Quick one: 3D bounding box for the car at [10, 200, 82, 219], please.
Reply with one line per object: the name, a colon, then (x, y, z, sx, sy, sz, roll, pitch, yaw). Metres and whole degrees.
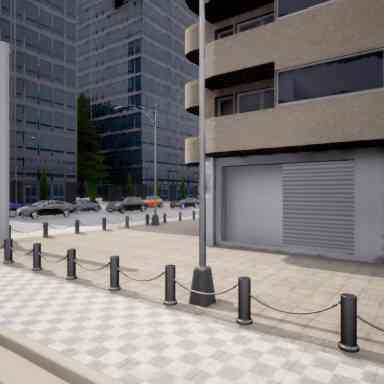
car: (-12.415, 1.436, 28.422, 2.128, 1.511, 4.902, 0, 0, 36)

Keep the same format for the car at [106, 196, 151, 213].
car: (-7.073, 1.297, 35.824, 2.097, 1.767, 4.553, 0, 0, 36)

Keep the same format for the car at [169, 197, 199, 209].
car: (-1.001, 1.449, 44.222, 1.837, 1.490, 4.892, 0, 0, 36)

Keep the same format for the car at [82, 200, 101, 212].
car: (-11.748, 1.508, 35.319, 1.994, 1.385, 4.181, 0, 0, 36)

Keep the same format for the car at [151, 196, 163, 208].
car: (-5.834, 1.297, 43.513, 2.097, 1.767, 4.553, 0, 0, 36)

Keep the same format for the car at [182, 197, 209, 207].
car: (0.645, 1.470, 52.439, 1.812, 1.442, 4.674, 0, 0, 36)
